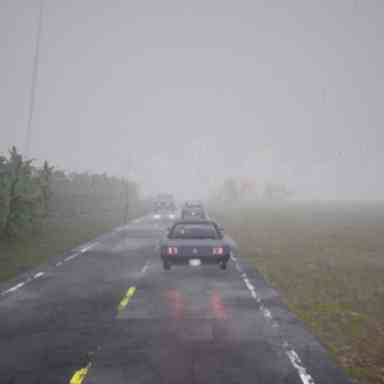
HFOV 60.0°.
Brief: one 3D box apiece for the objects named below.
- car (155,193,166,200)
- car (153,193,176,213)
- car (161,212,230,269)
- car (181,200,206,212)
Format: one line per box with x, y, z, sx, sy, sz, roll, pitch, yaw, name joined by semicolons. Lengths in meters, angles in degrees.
-7.421;1.032;77.913;1.882;1.535;5.008;0;0;-12;car
-2.881;1.142;35.808;2.150;2.045;5.566;0;0;-1;car
0.095;1.580;11.066;1.895;1.301;4.718;0;0;0;car
0.099;1.434;27.812;2.128;1.511;4.902;0;0;0;car
